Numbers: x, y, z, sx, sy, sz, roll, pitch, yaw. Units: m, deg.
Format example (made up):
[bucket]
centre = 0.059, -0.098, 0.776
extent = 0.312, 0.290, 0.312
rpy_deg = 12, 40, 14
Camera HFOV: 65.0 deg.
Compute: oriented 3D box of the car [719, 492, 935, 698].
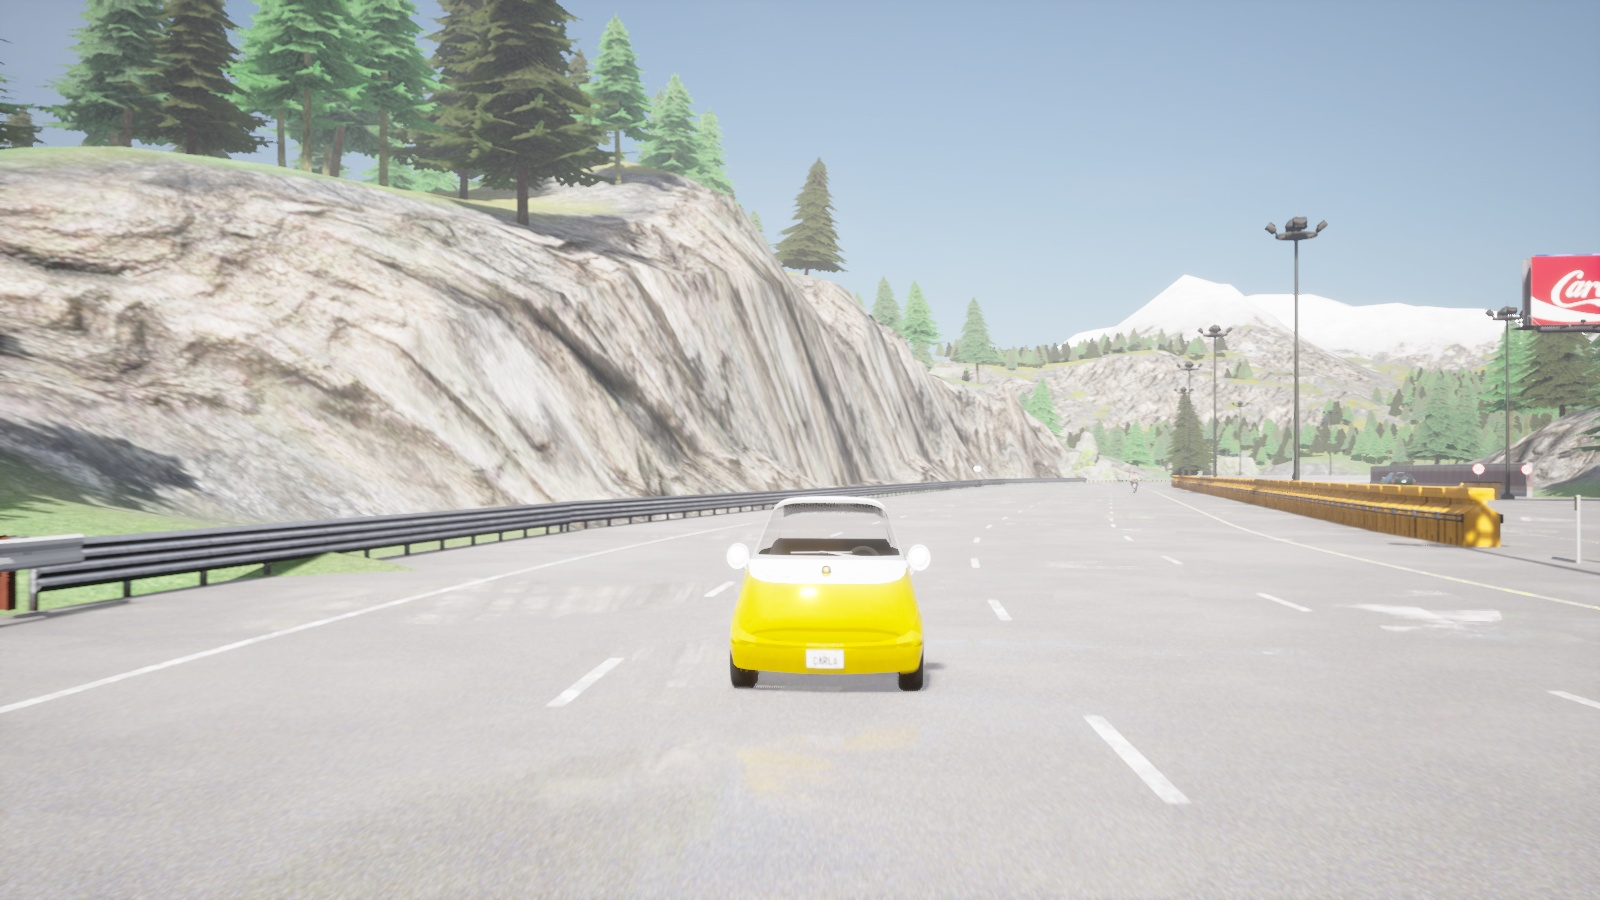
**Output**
[car]
centre = 0.248, 1.031, 9.718
extent = 1.481, 1.376, 2.207
rpy_deg = 0, -1, 4
